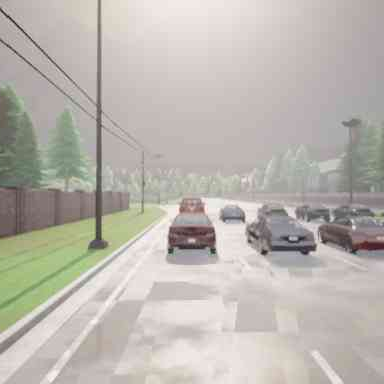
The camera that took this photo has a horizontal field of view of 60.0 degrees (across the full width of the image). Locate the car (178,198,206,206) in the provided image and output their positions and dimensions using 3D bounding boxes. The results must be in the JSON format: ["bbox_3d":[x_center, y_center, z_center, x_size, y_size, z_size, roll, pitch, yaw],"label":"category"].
[{"bbox_3d":[-0.004,1.494,29.027,2.150,2.045,5.566,0,0,0],"label":"car"}]

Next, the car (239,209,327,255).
[{"bbox_3d":[3.498,1.682,13.998,2.033,1.411,5.357,0,-1,0],"label":"car"}]

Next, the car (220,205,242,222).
[{"bbox_3d":[3.498,1.845,29.349,1.994,1.385,4.181,0,0,0],"label":"car"}]

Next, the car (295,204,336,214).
[{"bbox_3d":[10.499,1.788,29.304,1.837,1.490,4.892,0,0,0],"label":"car"}]

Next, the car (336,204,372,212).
[{"bbox_3d":[13.999,1.788,29.305,1.837,1.490,4.892,0,0,0],"label":"car"}]

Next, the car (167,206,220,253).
[{"bbox_3d":[0.003,1.617,14.482,1.882,1.535,5.008,0,0,0],"label":"car"}]

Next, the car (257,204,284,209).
[{"bbox_3d":[6.999,1.788,29.324,1.837,1.490,4.892,0,0,0],"label":"car"}]

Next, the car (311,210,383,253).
[{"bbox_3d":[7.002,1.701,14.289,1.994,1.385,4.181,0,-1,0],"label":"car"}]
